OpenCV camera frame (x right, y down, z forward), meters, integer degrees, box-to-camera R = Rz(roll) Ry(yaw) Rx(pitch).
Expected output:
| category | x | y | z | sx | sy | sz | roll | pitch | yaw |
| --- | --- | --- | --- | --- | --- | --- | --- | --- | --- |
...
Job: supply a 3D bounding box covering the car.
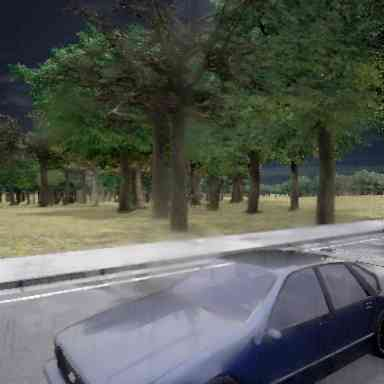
| category | x | y | z | sx | sy | sz | roll | pitch | yaw |
| --- | --- | --- | --- | --- | --- | --- | --- | --- | --- |
| car | 1.045 | 1.546 | 4.432 | 5.357 | 1.411 | 2.033 | 0 | 0 | -36 |
